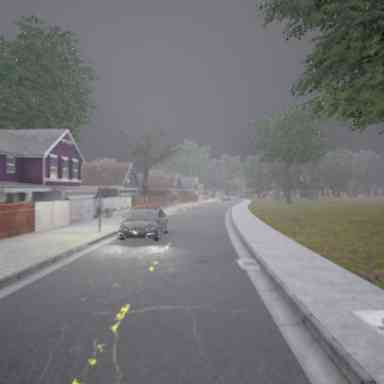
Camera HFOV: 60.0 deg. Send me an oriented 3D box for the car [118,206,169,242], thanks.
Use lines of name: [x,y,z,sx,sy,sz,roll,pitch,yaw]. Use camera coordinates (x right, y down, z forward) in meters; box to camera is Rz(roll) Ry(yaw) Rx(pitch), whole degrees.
car: [-2.290,1.517,16.705,1.837,1.490,4.892,0,0,4]

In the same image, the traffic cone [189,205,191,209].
traffic cone: [-0.246,1.991,46.097,0.340,0.580,0.340,0,0,9]

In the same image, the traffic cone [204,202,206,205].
traffic cone: [2.416,2.005,60.981,0.340,0.580,0.340,0,0,12]

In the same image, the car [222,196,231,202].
car: [8.497,1.604,81.884,1.882,1.535,5.008,0,0,9]

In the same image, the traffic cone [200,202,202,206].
traffic cone: [1.449,2.000,56.034,0.340,0.580,0.340,0,0,11]
